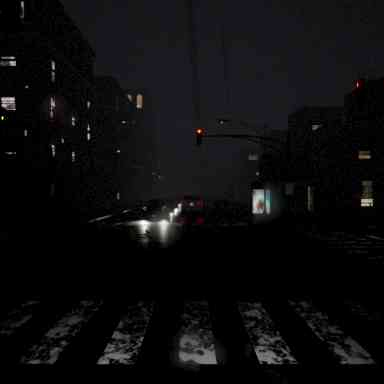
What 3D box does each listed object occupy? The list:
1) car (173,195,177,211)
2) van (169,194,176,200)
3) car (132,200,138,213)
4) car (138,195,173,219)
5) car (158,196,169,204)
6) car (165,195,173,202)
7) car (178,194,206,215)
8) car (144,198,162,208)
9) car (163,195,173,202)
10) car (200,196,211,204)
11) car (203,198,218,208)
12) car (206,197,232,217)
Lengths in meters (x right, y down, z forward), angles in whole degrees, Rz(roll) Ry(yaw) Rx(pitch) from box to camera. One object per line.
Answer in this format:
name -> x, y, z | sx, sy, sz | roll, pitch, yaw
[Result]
car -> -3.071, 1.489, 38.879 | 1.882, 1.535, 5.008 | 0, 0, 0
van -> -5.639, 1.431, 94.493 | 1.690, 1.788, 3.998 | -1, 0, 0
car -> -5.673, 1.561, 37.526 | 2.008, 1.369, 4.403 | 0, 0, 0
car -> -3.081, 1.356, 29.090 | 2.097, 1.767, 4.553 | 0, 0, 0
car -> -5.655, 1.566, 65.840 | 1.752, 1.417, 4.829 | 0, 0, 0
car -> -5.645, 1.593, 82.929 | 1.752, 1.417, 4.829 | -1, 0, 0
car -> 0.031, 1.229, 33.925 | 2.150, 2.045, 5.566 | 0, 0, 2
car -> -5.665, 1.572, 48.920 | 2.008, 1.369, 4.403 | 0, 0, 0
car -> -5.649, 1.498, 77.402 | 1.967, 1.590, 4.097 | 0, 0, 0
car -> 2.726, 1.592, 66.017 | 2.008, 1.369, 4.403 | -1, 0, 0
car -> 2.715, 1.572, 48.927 | 2.008, 1.369, 4.403 | 0, 0, 0
car -> 2.704, 1.446, 31.836 | 1.967, 1.590, 4.097 | 0, 0, 0
